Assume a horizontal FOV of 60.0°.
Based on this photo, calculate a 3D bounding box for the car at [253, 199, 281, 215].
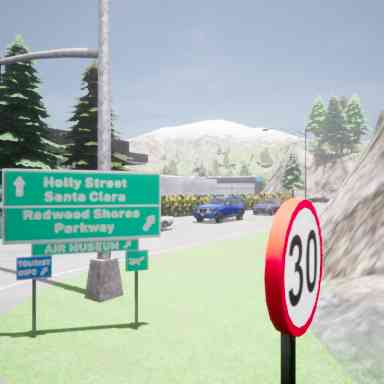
[{"bbox_3d":[8.345,1.544,36.034,2.097,1.767,4.553,0,0,36],"label":"car"}]

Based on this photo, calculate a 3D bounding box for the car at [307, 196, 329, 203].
[{"bbox_3d":[28.319,1.717,74.690,2.128,1.511,4.902,0,0,-42],"label":"car"}]

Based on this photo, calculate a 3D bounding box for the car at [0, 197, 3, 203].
[{"bbox_3d":[-12.410,1.505,26.008,1.905,1.878,3.866,0,0,35],"label":"car"}]

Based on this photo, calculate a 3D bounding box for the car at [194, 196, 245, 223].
[{"bbox_3d":[2.431,1.413,27.877,2.150,2.045,5.566,0,0,36],"label":"car"}]

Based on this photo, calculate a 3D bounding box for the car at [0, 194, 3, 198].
[{"bbox_3d":[-38.725,1.490,69.883,4.514,1.523,2.007,0,0,35],"label":"car"}]

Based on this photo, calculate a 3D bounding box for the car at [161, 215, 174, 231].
[{"bbox_3d":[-3.253,1.792,20.021,1.895,1.301,4.718,0,0,36],"label":"car"}]
